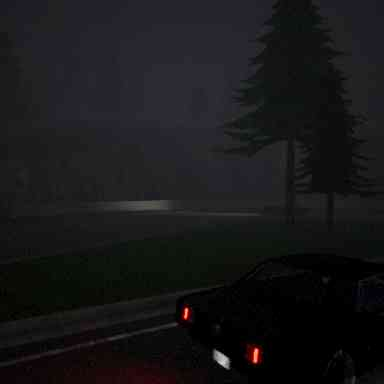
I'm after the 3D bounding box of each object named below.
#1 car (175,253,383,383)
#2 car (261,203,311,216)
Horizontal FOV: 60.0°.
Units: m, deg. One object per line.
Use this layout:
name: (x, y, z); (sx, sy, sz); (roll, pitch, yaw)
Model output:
car: (2.219, 1.619, 4.959); (4.718, 1.301, 1.895); (0, 0, -32)
car: (9.247, 1.700, 33.166); (4.718, 1.301, 1.895); (0, 0, 7)
